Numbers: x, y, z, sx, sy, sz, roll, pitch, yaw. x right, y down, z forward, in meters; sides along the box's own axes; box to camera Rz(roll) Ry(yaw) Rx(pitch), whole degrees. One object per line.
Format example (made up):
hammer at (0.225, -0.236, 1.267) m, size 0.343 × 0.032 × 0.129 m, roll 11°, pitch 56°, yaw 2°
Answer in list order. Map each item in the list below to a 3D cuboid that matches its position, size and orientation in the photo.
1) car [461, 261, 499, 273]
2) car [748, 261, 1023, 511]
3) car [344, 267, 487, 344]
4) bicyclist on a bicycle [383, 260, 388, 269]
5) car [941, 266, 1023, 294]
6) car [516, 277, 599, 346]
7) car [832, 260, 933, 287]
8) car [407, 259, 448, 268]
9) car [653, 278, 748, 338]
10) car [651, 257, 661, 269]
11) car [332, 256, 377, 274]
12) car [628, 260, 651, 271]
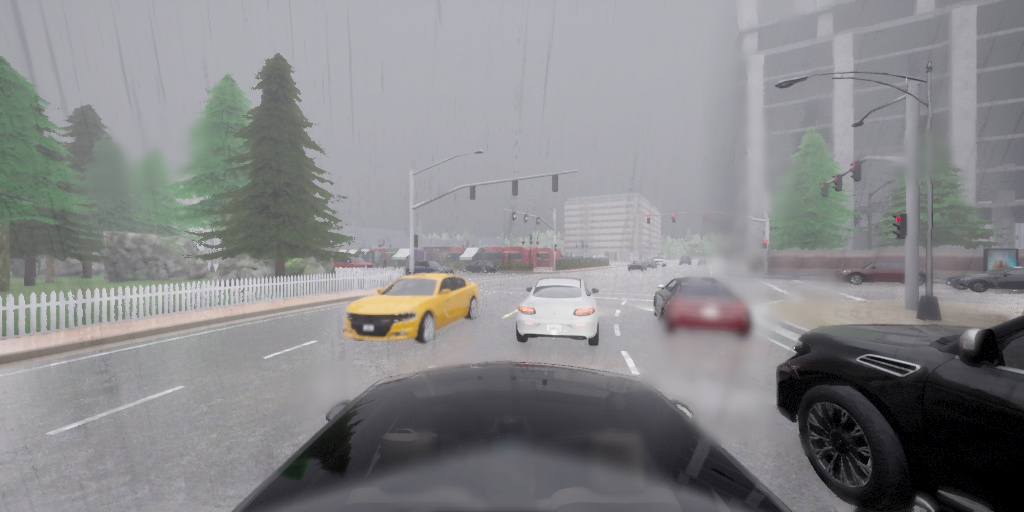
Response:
car at (-3.873, 1.310, 42.337) m, size 4.892 × 1.490 × 1.837 m, roll 0°, pitch 0°, yaw 30°
car at (3.737, 0.971, 1.208) m, size 2.150 × 2.045 × 5.566 m, roll 0°, pitch 0°, yaw 0°
car at (-2.423, 1.227, 9.911) m, size 1.882 × 1.535 × 5.008 m, roll 0°, pitch 0°, yaw 13°
bicyclist on a bicycle at (-15.686, 1.258, 44.313) m, size 0.582 × 1.620 × 1.656 m, roll 0°, pitch 0°, yaw -22°
car at (28.023, 1.331, 20.145) m, size 4.674 × 1.442 × 1.812 m, roll 0°, pitch 0°, yaw 29°
car at (1.285, 1.276, 9.432) m, size 1.812 × 1.442 × 4.674 m, roll 0°, pitch 0°, yaw 11°
car at (25.942, 1.157, 25.380) m, size 4.553 × 1.767 × 2.097 m, roll 0°, pitch 0°, yaw 30°
car at (-7.286, 1.157, 31.969) m, size 4.553 × 1.767 × 2.097 m, roll 0°, pitch 0°, yaw 30°
car at (5.307, 1.314, 10.435) m, size 1.994 × 1.385 × 4.181 m, roll 0°, pitch 0°, yaw 17°
car at (22.155, 1.297, 57.681) m, size 2.033 × 1.411 × 5.357 m, roll 0°, pitch 0°, yaw 30°
car at (-16.569, 1.027, 37.248) m, size 5.566 × 2.045 × 2.150 m, roll 0°, pitch 0°, yaw 29°
car at (17.057, 1.351, 48.593) m, size 1.895 × 1.301 × 4.718 m, roll 0°, pitch 0°, yaw 29°
